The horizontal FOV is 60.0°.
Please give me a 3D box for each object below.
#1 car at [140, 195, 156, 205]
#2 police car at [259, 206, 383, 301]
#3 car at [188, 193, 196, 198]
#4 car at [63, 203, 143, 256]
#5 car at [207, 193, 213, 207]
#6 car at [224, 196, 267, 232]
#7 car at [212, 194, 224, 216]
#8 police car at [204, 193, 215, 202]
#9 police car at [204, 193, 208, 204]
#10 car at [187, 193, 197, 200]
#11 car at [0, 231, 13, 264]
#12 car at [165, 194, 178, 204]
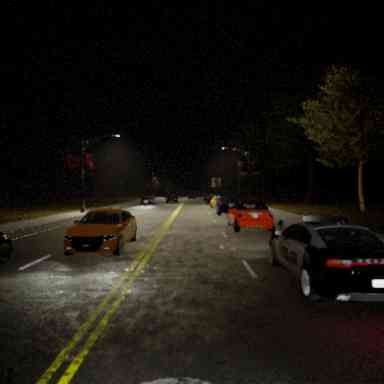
[{"bbox_3d":[-6.569,1.188,49.925,2.128,1.511,4.902,0,0,0],"label":"car"},{"bbox_3d":[3.252,1.370,8.362,1.930,1.638,5.238,0,0,0],"label":"police car"},{"bbox_3d":[0.017,0.977,90.248,1.895,1.301,4.718,0,0,0],"label":"car"},{"bbox_3d":[-3.347,1.394,12.965,1.882,1.535,5.008,0,0,0],"label":"car"},{"bbox_3d":[3.258,1.201,41.446,1.801,1.575,5.366,0,0,0],"label":"car"},{"bbox_3d":[3.254,1.230,19.223,2.097,1.767,4.553,0,0,0],"label":"car"},{"bbox_3d":[3.256,1.163,30.224,2.097,1.767,4.553,0,0,0],"label":"car"},{"bbox_3d":[3.262,1.046,63.369,1.930,1.638,5.238,0,0,0],"label":"police car"},{"bbox_3d":[3.260,1.108,52.368,1.930,1.638,5.238,0,0,0],"label":"police car"},{"bbox_3d":[0.014,0.958,71.859,2.033,1.411,5.357,0,0,0],"label":"car"},{"bbox_3d":[-6.598,1.507,8.706,1.994,1.385,4.181,0,0,0],"label":"car"},{"bbox_3d":[-3.307,1.146,54.860,1.882,1.535,5.008,0,0,0],"label":"car"}]
